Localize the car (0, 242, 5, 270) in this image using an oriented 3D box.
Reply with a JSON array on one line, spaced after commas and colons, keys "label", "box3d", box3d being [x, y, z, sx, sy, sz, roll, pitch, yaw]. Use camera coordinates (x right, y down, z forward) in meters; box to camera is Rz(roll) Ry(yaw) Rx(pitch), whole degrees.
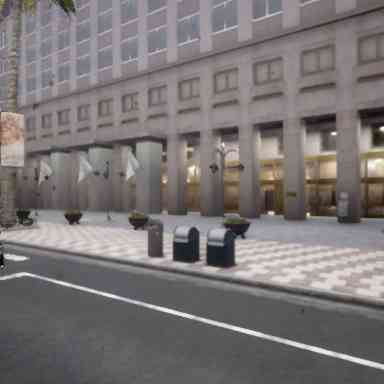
[{"label": "car", "box3d": [-6.884, 1.546, 8.893, 4.902, 1.511, 2.128, 0, 0, 36]}]
